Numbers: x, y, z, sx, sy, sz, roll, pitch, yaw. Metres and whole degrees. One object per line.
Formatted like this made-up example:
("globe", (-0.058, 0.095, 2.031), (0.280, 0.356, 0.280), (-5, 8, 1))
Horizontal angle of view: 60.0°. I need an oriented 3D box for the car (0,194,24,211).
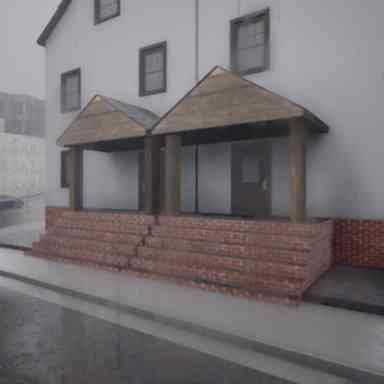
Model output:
("car", (-15.418, 0.906, 25.782), (1.994, 1.385, 4.181), (0, 7, 35))
